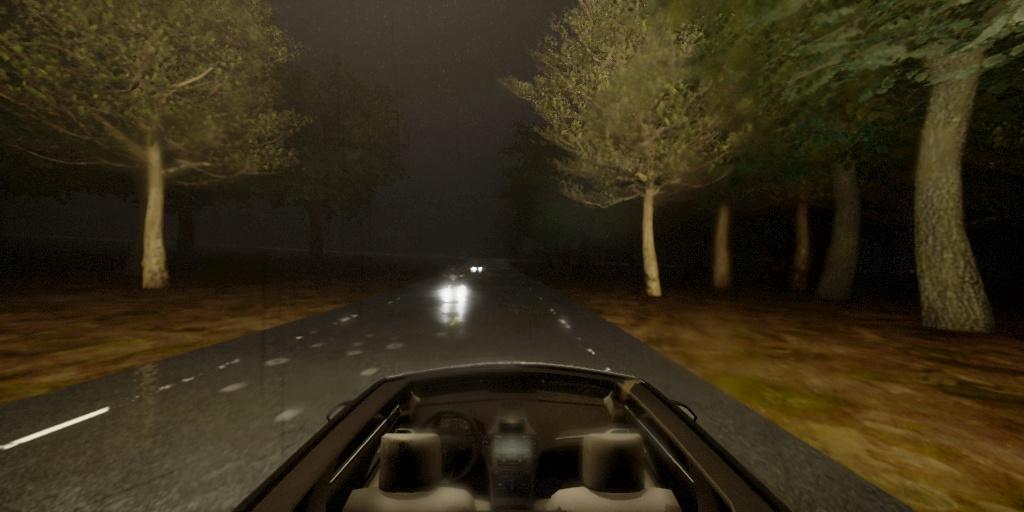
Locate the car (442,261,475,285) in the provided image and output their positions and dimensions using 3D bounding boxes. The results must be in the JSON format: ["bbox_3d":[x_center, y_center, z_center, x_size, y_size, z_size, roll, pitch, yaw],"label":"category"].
[{"bbox_3d":[-4.331,1.419,28.190,2.128,1.511,4.902,0,0,-3],"label":"car"}]
